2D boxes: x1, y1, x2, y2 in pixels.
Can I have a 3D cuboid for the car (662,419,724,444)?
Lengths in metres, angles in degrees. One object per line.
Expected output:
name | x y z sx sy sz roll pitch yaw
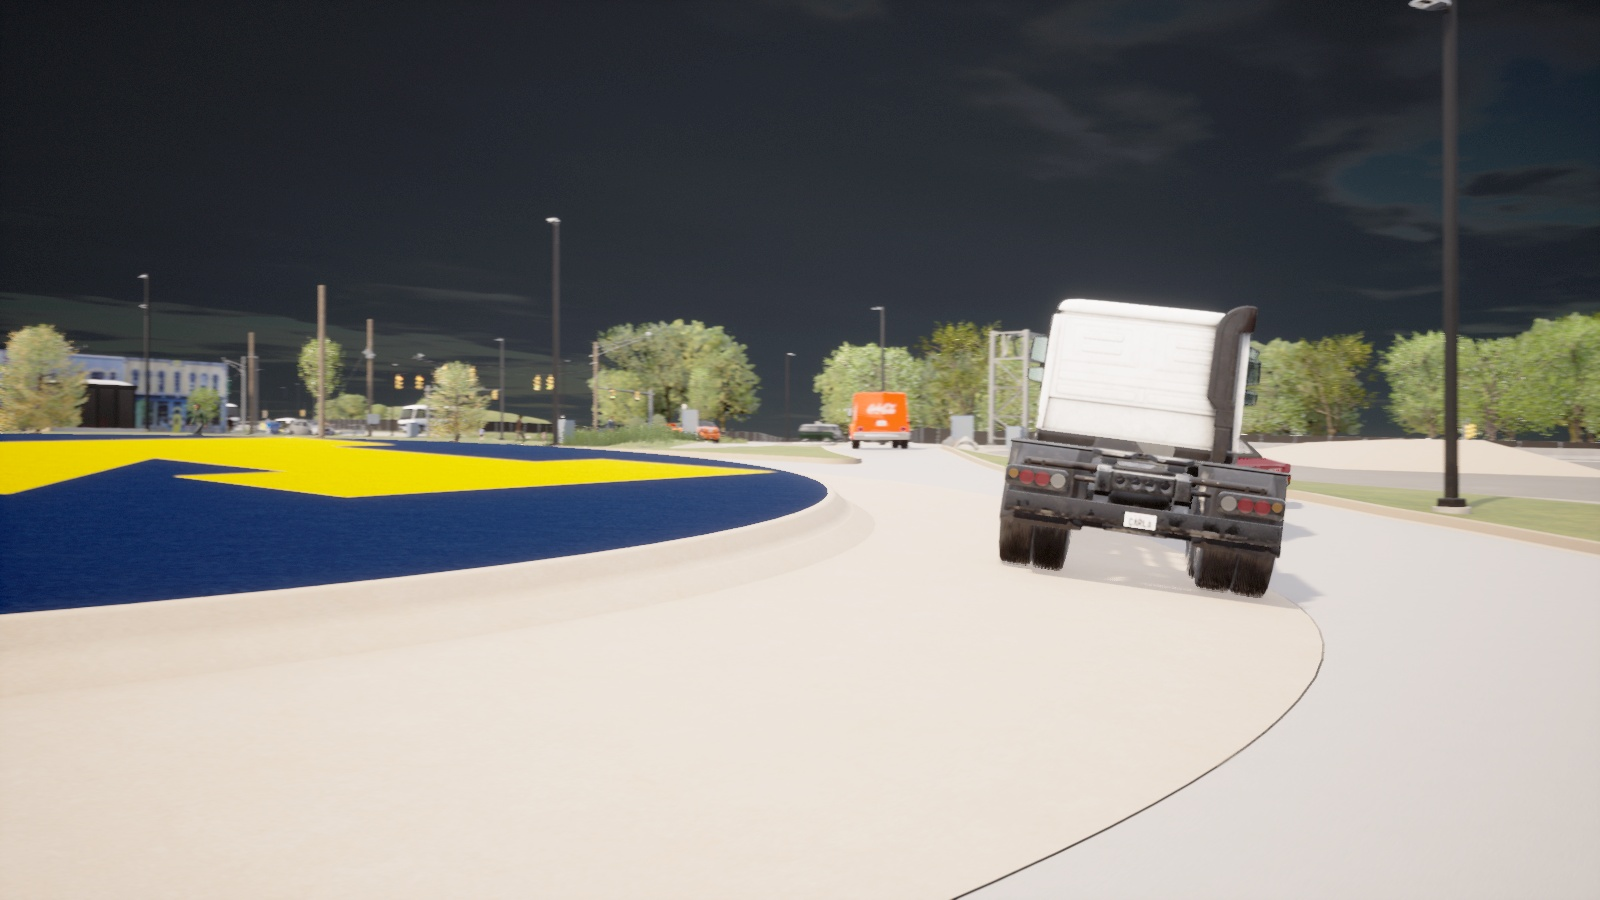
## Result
car | -7.868 -1.359 92.022 2.097 1.767 4.553 0 0 -45

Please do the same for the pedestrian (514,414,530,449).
pedestrian | -14.810 -0.972 66.854 0.431 1.840 0.703 -1 0 40

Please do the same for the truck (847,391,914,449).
truck | 3.548 -1.320 56.115 2.627 2.467 5.204 0 1 0

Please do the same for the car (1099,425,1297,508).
car | 7.802 0.263 25.162 1.895 1.301 4.718 1 3 -8

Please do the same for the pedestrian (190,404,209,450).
pedestrian | -24.113 -0.923 50.438 0.353 1.847 0.614 0 0 30

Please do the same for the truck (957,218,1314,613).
truck | 4.087 -0.417 15.860 2.891 3.462 7.936 7 2 13
